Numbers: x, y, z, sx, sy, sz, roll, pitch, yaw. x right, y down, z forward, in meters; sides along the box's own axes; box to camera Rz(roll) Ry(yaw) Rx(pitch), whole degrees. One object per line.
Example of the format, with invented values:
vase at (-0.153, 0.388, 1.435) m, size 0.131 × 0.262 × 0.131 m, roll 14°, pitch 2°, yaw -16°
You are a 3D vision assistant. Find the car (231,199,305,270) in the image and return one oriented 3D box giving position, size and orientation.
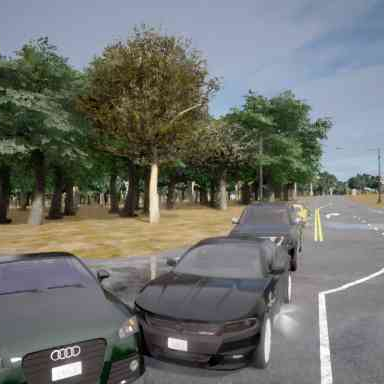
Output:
car at (2.858, 1.460, 12.405) m, size 2.150 × 2.045 × 5.566 m, roll -2°, pitch 0°, yaw 21°

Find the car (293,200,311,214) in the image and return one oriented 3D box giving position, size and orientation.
car at (13.316, 1.748, 40.152) m, size 1.812 × 1.442 × 4.674 m, roll -1°, pitch 0°, yaw 21°

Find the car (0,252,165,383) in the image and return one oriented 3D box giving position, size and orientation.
car at (-2.309, 1.643, 4.967) m, size 1.994 × 1.385 × 4.181 m, roll 1°, pitch -2°, yaw -33°

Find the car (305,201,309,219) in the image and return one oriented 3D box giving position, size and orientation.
car at (7.234, 1.664, 24.063) m, size 1.882 × 1.535 × 5.008 m, roll -1°, pitch 0°, yaw 21°

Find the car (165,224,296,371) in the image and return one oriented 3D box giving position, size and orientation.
car at (0.737, 1.613, 6.264) m, size 1.882 × 1.535 × 5.008 m, roll -1°, pitch -2°, yaw 21°

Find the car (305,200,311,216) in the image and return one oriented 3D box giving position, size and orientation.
car at (9.292, 1.725, 29.567) m, size 1.812 × 1.442 × 4.674 m, roll -1°, pitch 0°, yaw 21°

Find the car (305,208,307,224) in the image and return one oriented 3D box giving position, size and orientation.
car at (5.085, 1.774, 18.309) m, size 1.895 × 1.301 × 4.718 m, roll -1°, pitch 0°, yaw 21°
